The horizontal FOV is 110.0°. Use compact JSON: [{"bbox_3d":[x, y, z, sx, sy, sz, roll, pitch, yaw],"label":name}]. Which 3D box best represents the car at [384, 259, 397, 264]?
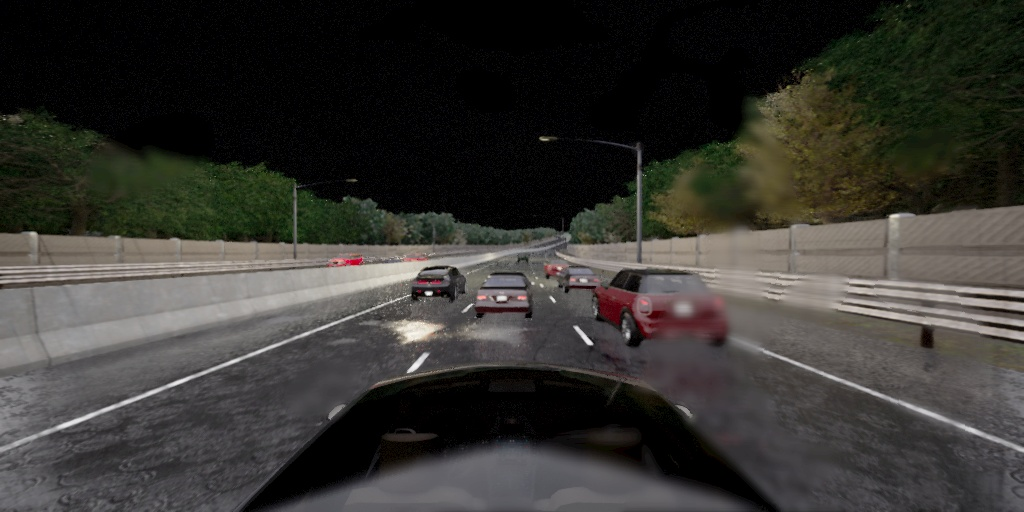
[{"bbox_3d":[-16.487,1.018,50.824,1.895,1.301,4.718,0,1,3],"label":"car"}]

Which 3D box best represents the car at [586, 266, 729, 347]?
[{"bbox_3d":[3.527,1.089,9.458,2.097,1.767,4.553,0,0,0],"label":"car"}]

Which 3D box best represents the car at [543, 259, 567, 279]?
[{"bbox_3d":[3.886,1.011,31.238,2.097,1.767,4.553,0,0,1],"label":"car"}]

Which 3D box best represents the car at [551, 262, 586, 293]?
[{"bbox_3d":[3.657,1.260,20.382,2.033,1.411,5.357,0,0,1],"label":"car"}]

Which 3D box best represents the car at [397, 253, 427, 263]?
[{"bbox_3d":[-13.105,0.681,48.325,2.150,2.045,5.566,0,1,3],"label":"car"}]

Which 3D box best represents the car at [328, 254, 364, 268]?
[{"bbox_3d":[-20.290,0.727,44.122,2.150,2.045,5.566,0,0,2],"label":"car"}]

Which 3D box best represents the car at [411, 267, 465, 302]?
[{"bbox_3d":[-3.300,1.223,16.800,1.837,1.490,4.892,0,0,1],"label":"car"}]

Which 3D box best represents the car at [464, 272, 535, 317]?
[{"bbox_3d":[-0.180,1.275,12.973,2.033,1.411,5.357,0,0,3],"label":"car"}]
